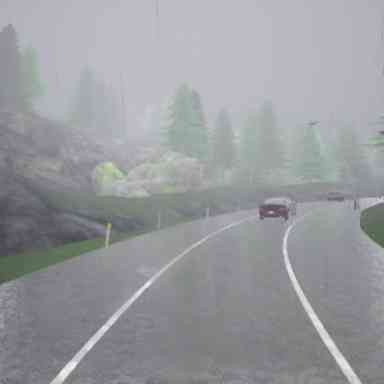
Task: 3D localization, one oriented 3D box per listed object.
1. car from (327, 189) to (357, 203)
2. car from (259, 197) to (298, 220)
[{"bbox_3d":[17.413,0.393,38.588,4.902,1.511,2.128,-3,-1,-44],"label":"car"},{"bbox_3d":[6.209,1.077,23.682,1.882,1.535,5.008,-2,1,27],"label":"car"}]
